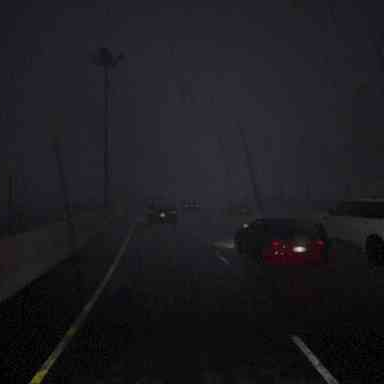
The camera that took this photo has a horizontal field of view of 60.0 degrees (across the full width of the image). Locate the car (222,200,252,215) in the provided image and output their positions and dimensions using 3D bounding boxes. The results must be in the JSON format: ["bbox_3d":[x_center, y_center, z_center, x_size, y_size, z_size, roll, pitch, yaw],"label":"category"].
[{"bbox_3d":[4.056,1.440,30.558,1.882,1.535,5.008,0,0,-7],"label":"car"}]

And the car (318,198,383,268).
[{"bbox_3d":[6.268,1.194,11.429,2.150,2.045,5.566,0,0,-6],"label":"car"}]

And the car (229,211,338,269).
[{"bbox_3d":[2.761,1.547,11.136,1.994,1.385,4.181,0,0,-5],"label":"car"}]

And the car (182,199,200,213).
[{"bbox_3d":[-0.287,1.517,37.259,2.033,1.411,5.357,0,0,-7],"label":"car"}]

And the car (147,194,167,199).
[{"bbox_3d":[-4.167,1.200,40.161,2.150,2.045,5.566,0,0,-7],"label":"car"}]

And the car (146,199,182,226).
[{"bbox_3d":[-2.127,1.490,23.369,2.163,1.488,4.792,0,0,-7],"label":"car"}]
